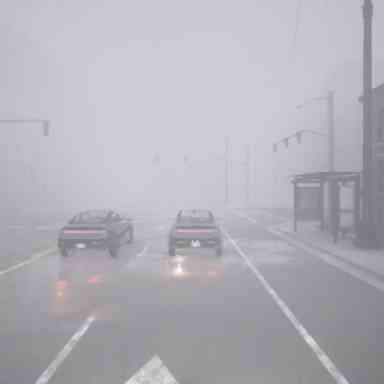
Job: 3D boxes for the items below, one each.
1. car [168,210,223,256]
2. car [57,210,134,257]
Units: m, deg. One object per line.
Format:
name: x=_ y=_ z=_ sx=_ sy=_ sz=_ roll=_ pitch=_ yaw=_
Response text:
car: x=0.104 y=1.413 z=12.752 sx=2.128 sy=1.511 sz=4.902 roll=0 pitch=0 yaw=0
car: x=-3.398 y=1.415 z=12.514 sx=2.128 sy=1.511 sz=4.902 roll=0 pitch=0 yaw=-1
